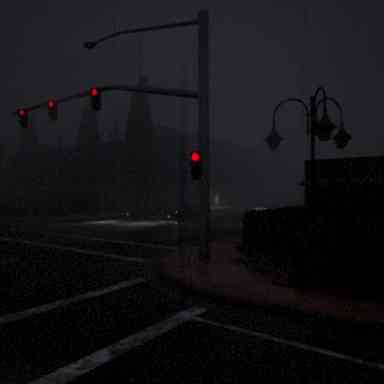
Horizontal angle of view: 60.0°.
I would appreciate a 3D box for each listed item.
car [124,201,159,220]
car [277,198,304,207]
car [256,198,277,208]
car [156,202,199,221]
[{"bbox_3d":[-3.977,1.614,30.161,2.128,1.511,4.902,0,0,37],"label":"car"},{"bbox_3d":[14.969,1.645,49.366,2.033,1.411,5.357,0,0,37],"label":"car"},{"bbox_3d":[11.742,1.666,50.909,2.033,1.411,5.357,0,0,37],"label":"car"},{"bbox_3d":[-0.577,1.703,28.857,1.895,1.301,4.718,0,0,37],"label":"car"}]
